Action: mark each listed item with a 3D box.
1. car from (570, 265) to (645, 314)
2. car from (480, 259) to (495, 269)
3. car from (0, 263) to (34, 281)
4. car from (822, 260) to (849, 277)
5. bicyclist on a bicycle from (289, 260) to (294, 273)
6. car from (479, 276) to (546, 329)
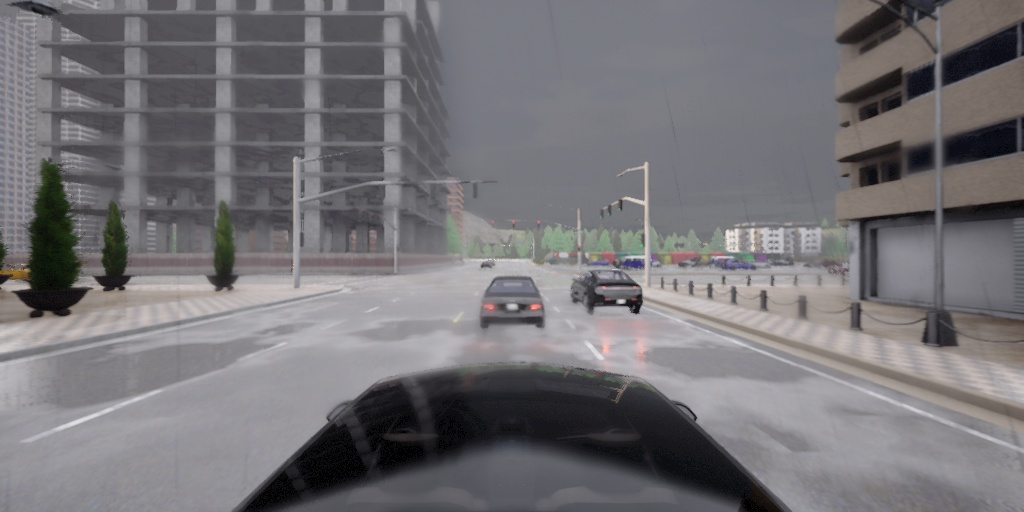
[{"bbox_3d":[3.492,1.276,13.963,2.128,1.511,4.902,0,-1,0],"label":"car"},{"bbox_3d":[-4.502,1.536,62.990,1.895,1.301,4.718,0,0,0],"label":"car"},{"bbox_3d":[-41.211,1.369,30.550,5.008,1.535,1.882,0,0,0],"label":"car"},{"bbox_3d":[36.753,1.395,38.388,5.008,1.535,1.882,0,0,0],"label":"car"},{"bbox_3d":[-25.982,1.229,42.651,0.582,1.620,1.656,0,0,0],"label":"bicyclist on a bicycle"},{"bbox_3d":[0.018,1.326,11.378,2.033,1.411,5.357,0,0,0],"label":"car"}]
